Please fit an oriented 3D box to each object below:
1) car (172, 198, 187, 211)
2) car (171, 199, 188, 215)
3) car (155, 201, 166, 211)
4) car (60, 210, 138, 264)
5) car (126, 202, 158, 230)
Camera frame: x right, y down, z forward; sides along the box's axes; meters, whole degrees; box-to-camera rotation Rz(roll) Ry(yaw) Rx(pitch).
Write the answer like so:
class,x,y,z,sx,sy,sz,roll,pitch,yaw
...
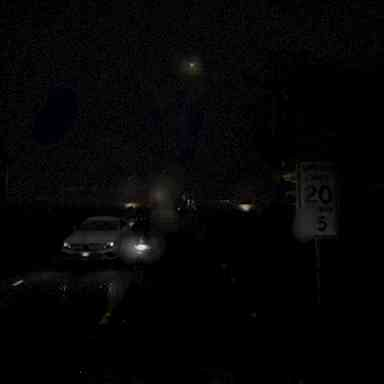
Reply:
class,x,y,z,sx,sy,sz,roll,pitch,yaw
car,-1.859,1.818,49.165,2.097,1.767,4.553,0,-1,-2
car,-1.469,1.910,39.332,1.994,1.385,4.181,0,-1,-1
car,-4.794,2.010,48.765,2.033,1.411,5.357,0,-1,-2
car,-3.299,1.621,12.340,1.812,1.442,4.674,0,-1,-2
car,-3.713,1.675,22.598,2.128,1.511,4.902,0,0,-2
